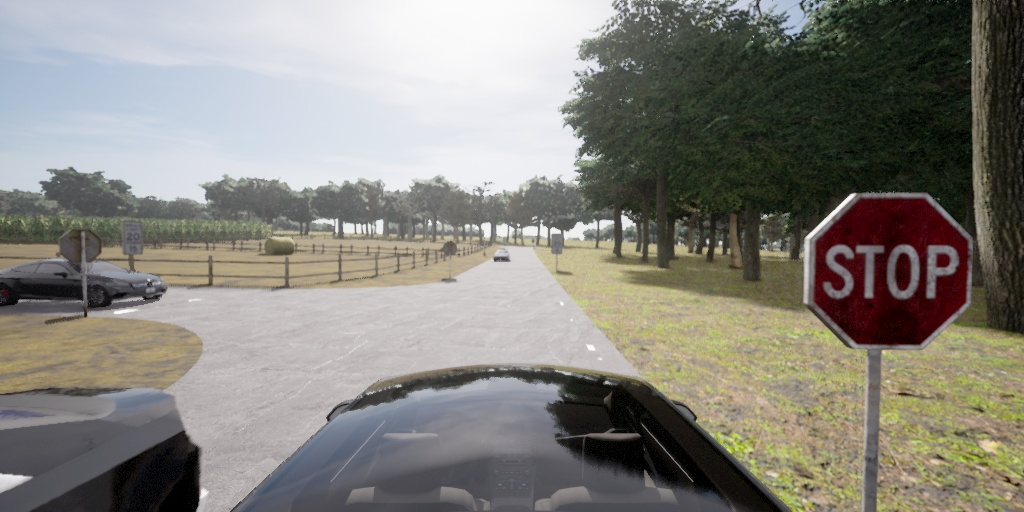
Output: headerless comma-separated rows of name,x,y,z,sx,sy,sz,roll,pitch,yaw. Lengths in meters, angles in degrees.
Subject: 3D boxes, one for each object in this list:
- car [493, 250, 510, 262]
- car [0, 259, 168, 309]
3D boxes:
car,-1.203,-0.053,42.877,2.033,1.411,5.357,0,2,2
car,-14.079,0.816,11.653,4.674,1.442,1.812,1,2,0
